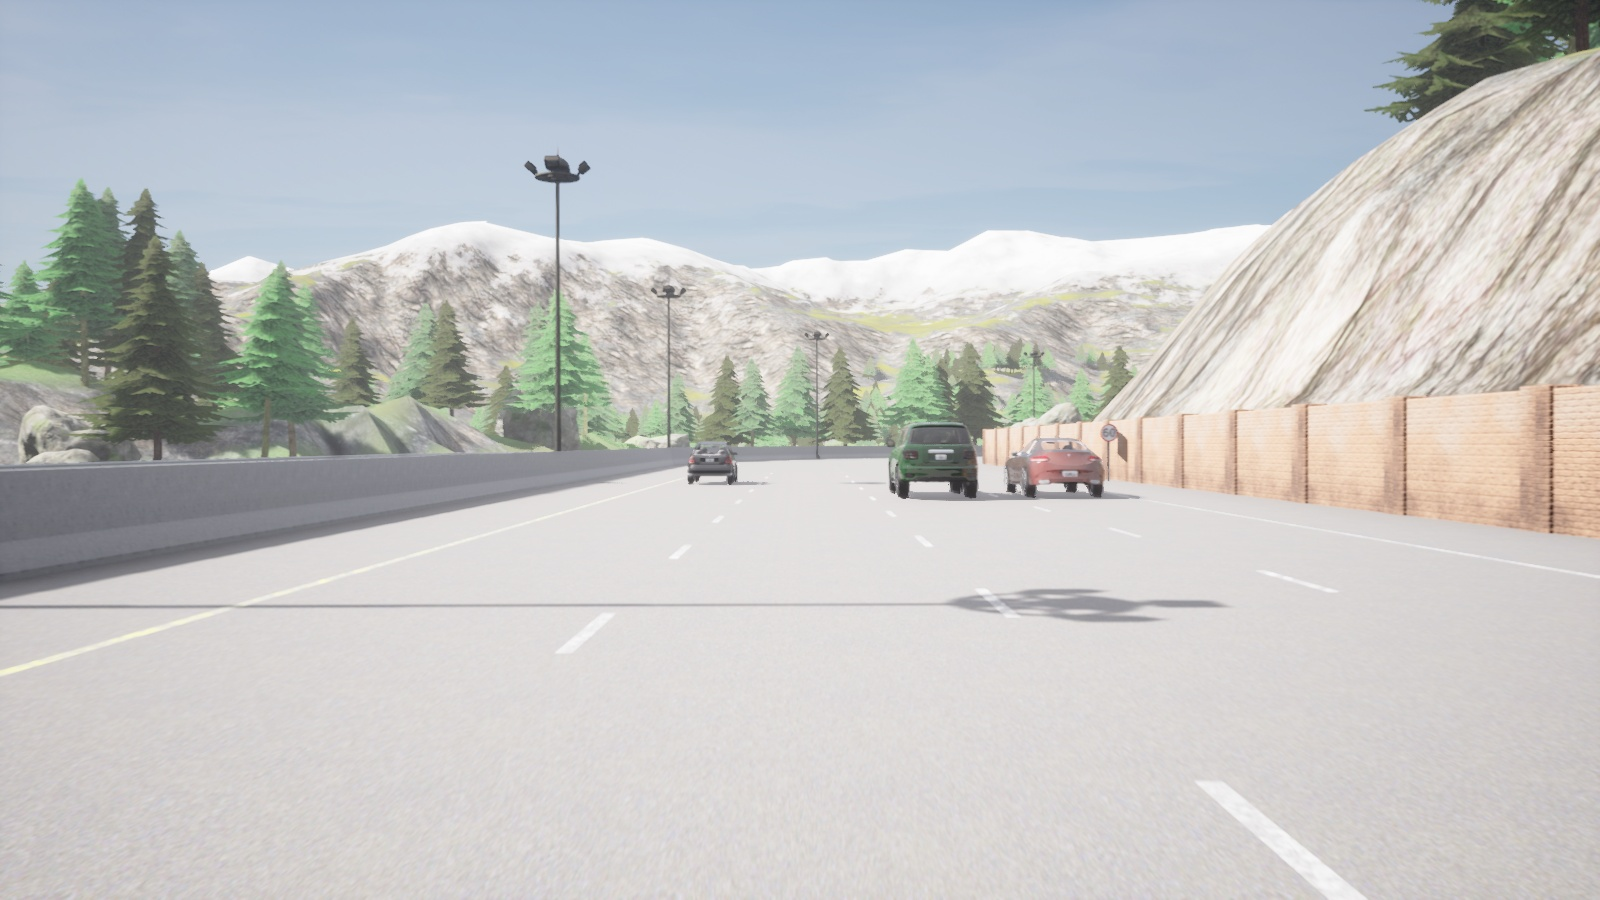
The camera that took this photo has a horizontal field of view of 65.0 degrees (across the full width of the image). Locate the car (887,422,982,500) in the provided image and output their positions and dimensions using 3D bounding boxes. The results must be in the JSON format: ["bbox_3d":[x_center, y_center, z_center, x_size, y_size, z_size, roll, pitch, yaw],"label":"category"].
[{"bbox_3d":[3.713,0.267,35.709,2.150,2.045,5.566,0,0,0],"label":"car"}]

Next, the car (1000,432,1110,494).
[{"bbox_3d":[7.215,0.327,36.083,2.152,1.651,5.027,0,0,0],"label":"car"}]

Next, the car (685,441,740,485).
[{"bbox_3d":[-3.226,0.457,46.888,1.789,1.549,3.705,0,0,0],"label":"car"}]
